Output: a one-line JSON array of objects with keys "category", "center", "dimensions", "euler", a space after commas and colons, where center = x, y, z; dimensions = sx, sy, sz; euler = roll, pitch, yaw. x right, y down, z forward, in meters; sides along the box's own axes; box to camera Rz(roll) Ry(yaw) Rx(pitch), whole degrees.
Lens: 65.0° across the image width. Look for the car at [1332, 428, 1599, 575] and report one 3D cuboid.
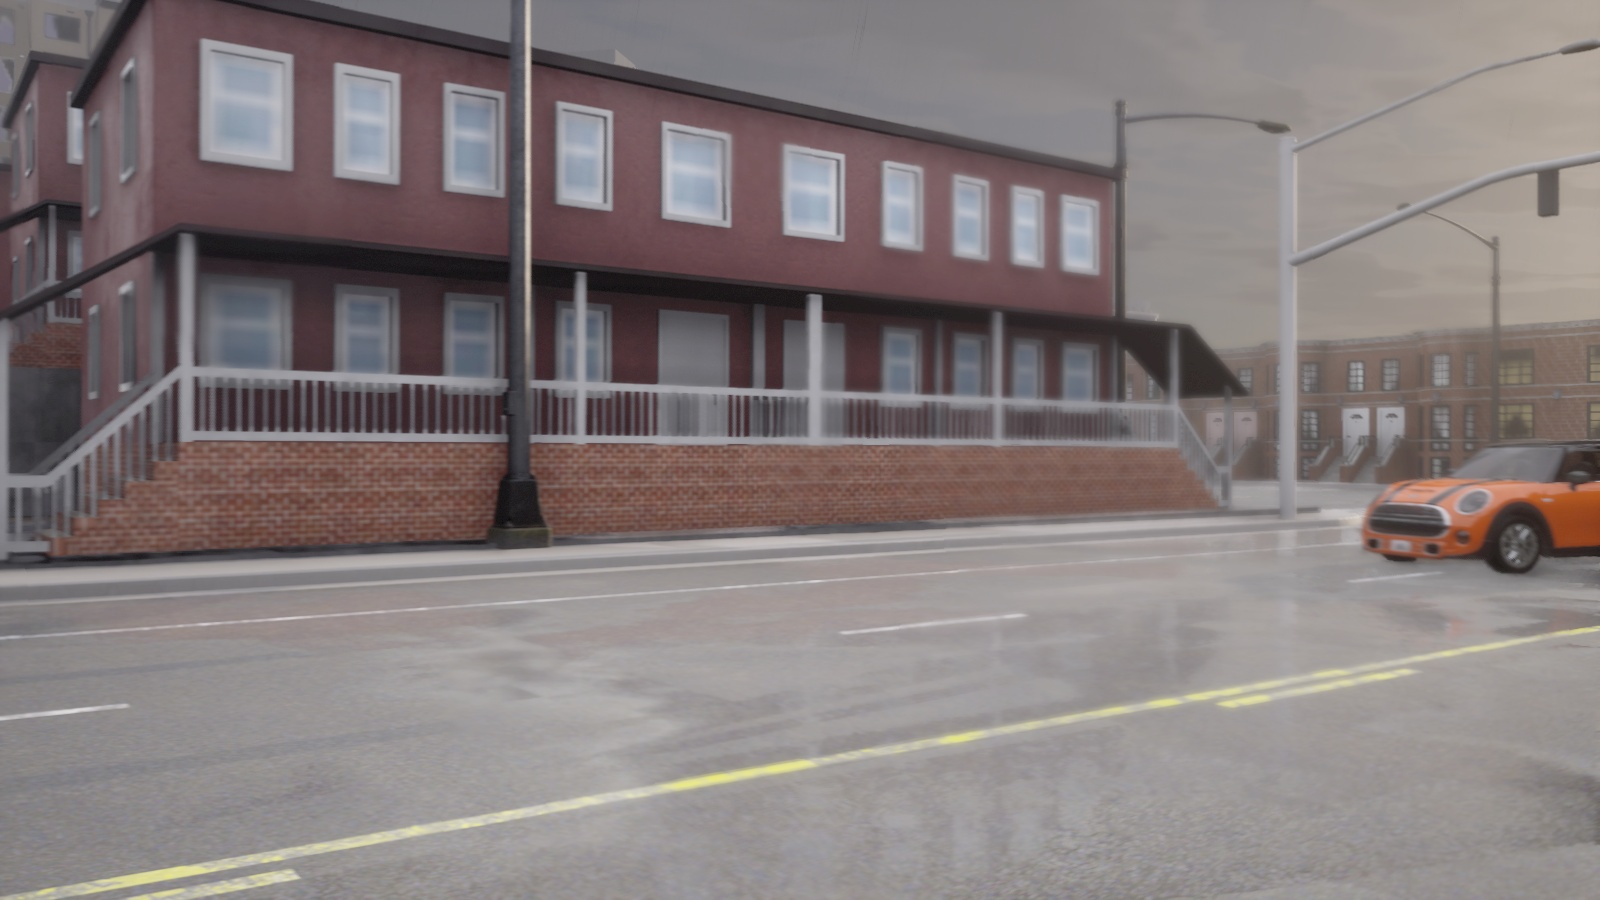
[{"category": "car", "center": [9.720, 0.622, 16.742], "dimensions": [4.553, 1.767, 2.097], "euler": [0, 0, -17]}]
